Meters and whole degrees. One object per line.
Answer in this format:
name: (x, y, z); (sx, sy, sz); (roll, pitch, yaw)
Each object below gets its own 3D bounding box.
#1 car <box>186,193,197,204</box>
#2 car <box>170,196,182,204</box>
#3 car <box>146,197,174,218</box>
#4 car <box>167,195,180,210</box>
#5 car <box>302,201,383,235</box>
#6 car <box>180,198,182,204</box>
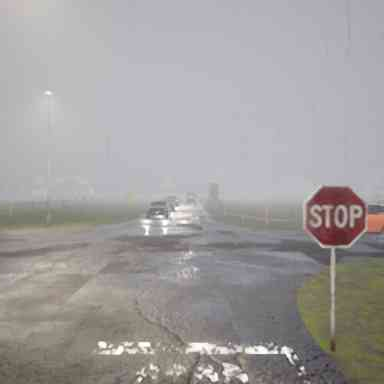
car: (-0.149, 1.452, 61.078); (2.033, 1.411, 5.357); (0, 0, 0)
car: (-2.930, 1.450, 62.479); (2.033, 1.411, 5.357); (0, 0, 0)
car: (-2.891, 1.464, 29.468); (1.837, 1.490, 4.892); (0, 0, 0)
car: (-2.918, 1.437, 38.598); (2.128, 1.511, 4.902); (0, 0, 0)
car: (8.084, 1.355, 17.007); (4.553, 1.767, 2.097); (0, 0, 6)
car: (-2.932, 1.280, 48.609); (2.097, 1.767, 4.553); (0, 0, 0)
